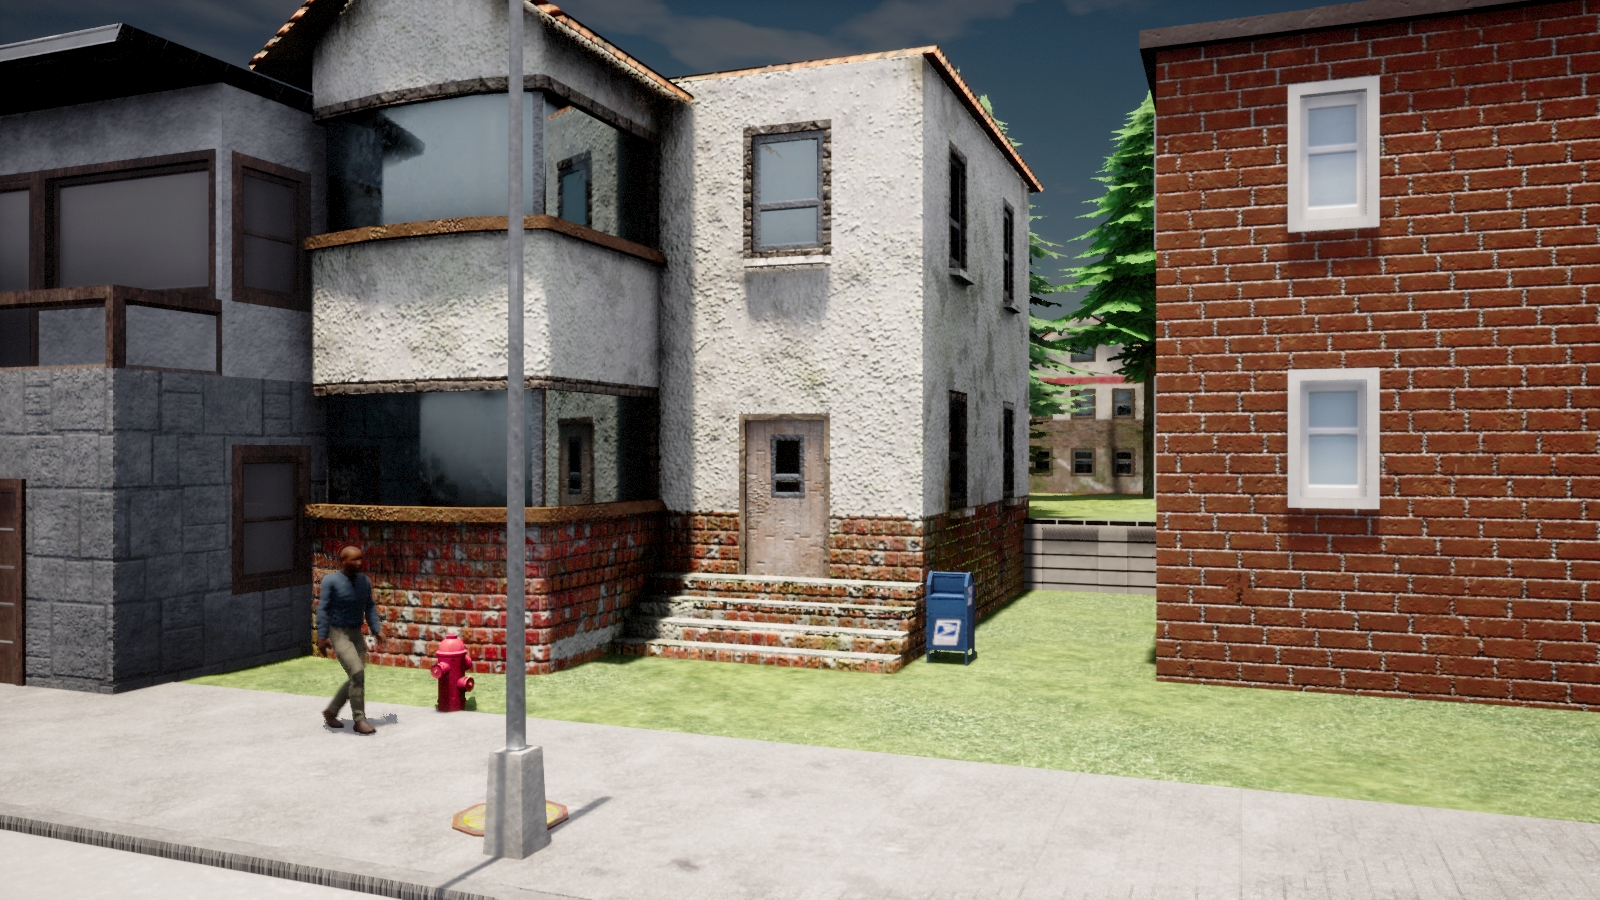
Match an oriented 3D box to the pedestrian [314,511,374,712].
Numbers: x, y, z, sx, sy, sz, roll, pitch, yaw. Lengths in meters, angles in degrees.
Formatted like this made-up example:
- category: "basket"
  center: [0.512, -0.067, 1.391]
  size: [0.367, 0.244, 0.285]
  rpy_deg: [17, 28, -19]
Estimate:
- category: "pedestrian"
  center: [-4.367, 1.524, 10.948]
  size: [0.375, 1.860, 0.375]
  rpy_deg: [0, 0, 29]
